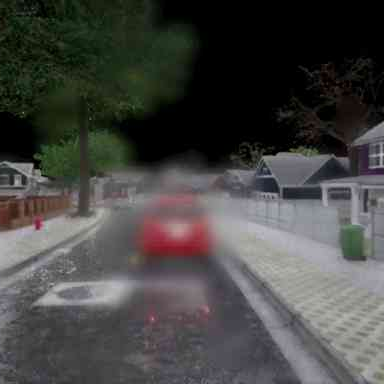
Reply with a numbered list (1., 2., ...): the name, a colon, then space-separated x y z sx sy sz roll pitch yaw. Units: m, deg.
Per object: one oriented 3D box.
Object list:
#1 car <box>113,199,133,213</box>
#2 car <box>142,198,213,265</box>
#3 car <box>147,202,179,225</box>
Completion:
1. car: -7.878 1.552 37.975 1.837 1.490 4.892 0 0 -14
2. car: -0.582 1.224 11.914 2.150 2.045 5.566 0 0 -4
3. car: -2.399 1.555 25.932 2.033 1.411 5.357 0 0 -10
